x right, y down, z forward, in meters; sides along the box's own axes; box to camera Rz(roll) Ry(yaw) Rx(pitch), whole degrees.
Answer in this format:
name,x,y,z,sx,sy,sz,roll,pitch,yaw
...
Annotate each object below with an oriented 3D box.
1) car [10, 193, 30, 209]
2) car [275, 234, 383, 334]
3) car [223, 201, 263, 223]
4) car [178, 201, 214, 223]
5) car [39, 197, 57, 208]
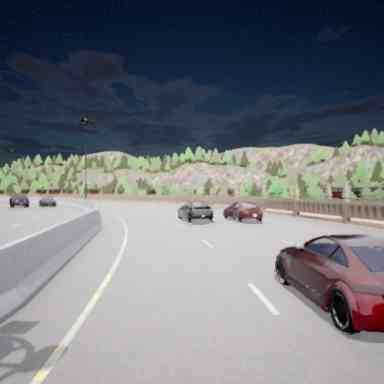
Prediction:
name,x,y,z,sx,sy,sz,roll,pitch,yaw
car,-24.253,1.190,46.788,2.150,2.045,5.566,0,0,-32
car,3.183,1.532,6.746,1.994,1.385,4.181,0,0,-4
car,3.776,1.440,25.073,1.812,1.442,4.674,0,0,-14
car,0.189,1.421,24.991,2.128,1.511,4.902,0,0,-14
car,-20.444,1.429,47.190,1.882,1.535,5.008,0,0,-31
